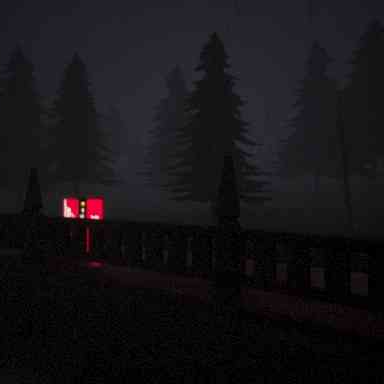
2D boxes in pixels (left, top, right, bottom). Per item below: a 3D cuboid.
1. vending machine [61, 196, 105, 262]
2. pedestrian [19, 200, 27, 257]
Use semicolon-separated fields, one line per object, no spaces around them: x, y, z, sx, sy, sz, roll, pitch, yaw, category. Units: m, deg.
-3.702;1.190;11.340;0.880;2.100;1.100;0;0;30;vending machine
-5.250;1.136;10.560;0.375;1.860;0.375;0;0;30;pedestrian
